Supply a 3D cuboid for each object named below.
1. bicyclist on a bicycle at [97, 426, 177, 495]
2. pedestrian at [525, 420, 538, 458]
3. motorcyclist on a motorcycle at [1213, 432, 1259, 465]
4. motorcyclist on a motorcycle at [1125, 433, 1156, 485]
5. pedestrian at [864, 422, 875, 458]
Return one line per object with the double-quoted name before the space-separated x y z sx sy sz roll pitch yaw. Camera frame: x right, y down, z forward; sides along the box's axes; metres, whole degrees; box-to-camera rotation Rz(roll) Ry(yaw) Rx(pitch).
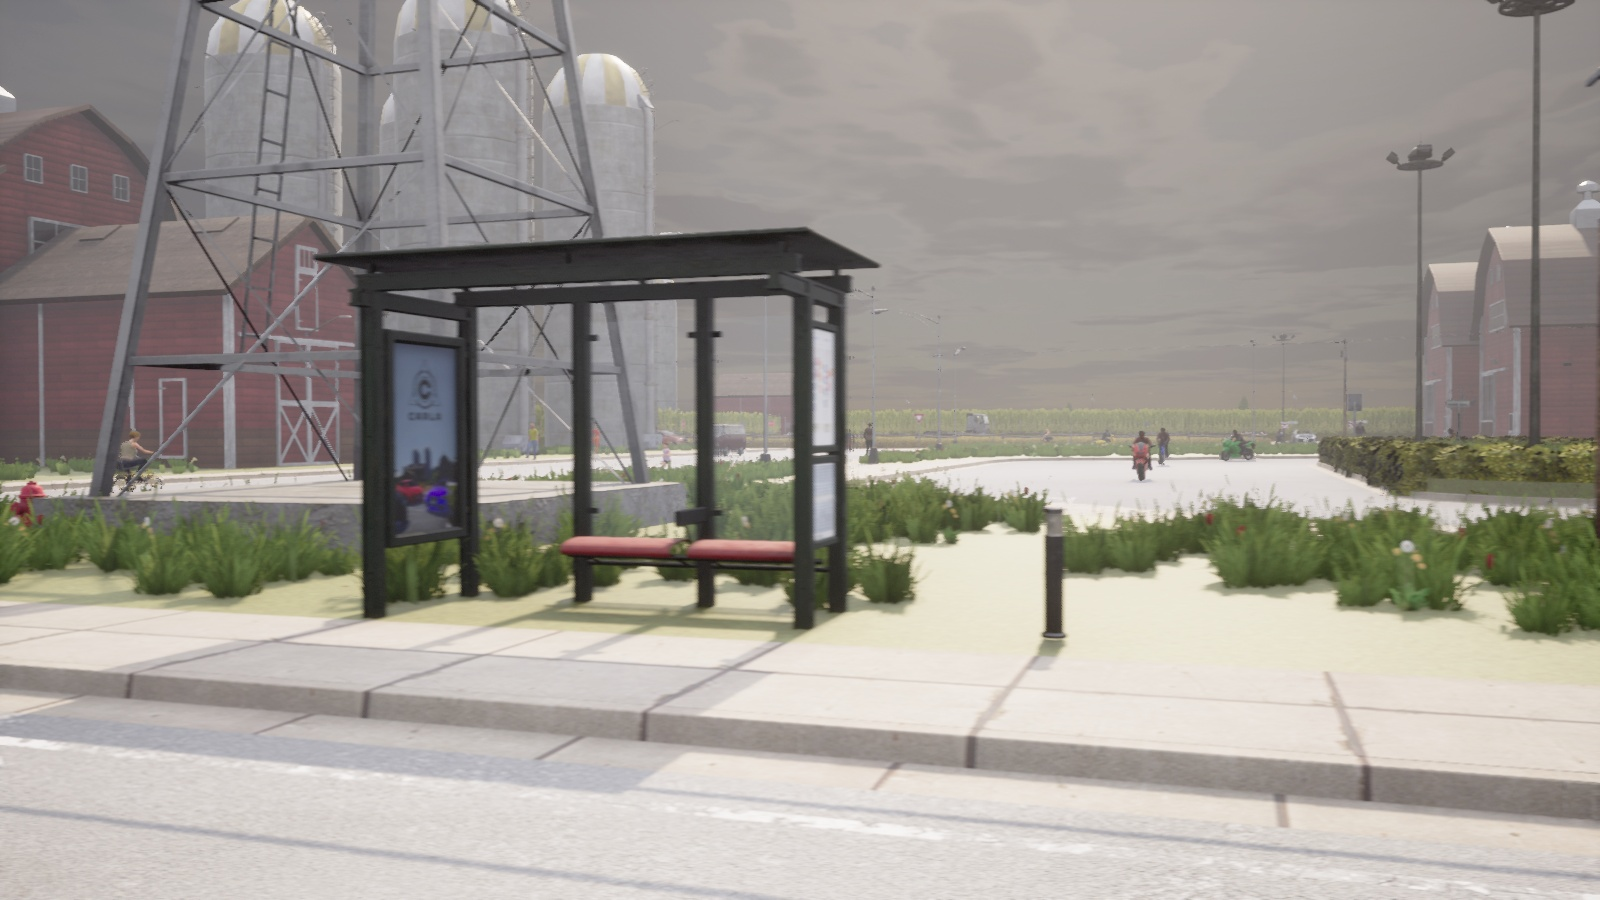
"bicyclist on a bicycle" -15.743 0.229 29.848 0.866 1.612 1.509 1 1 18
"pedestrian" -13.152 -0.549 61.541 0.354 1.836 0.706 0 1 18
"motorcyclist on a motorcycle" 20.747 -0.071 59.750 2.044 1.523 0.797 -1 2 -23
"motorcyclist on a motorcycle" 10.236 0.243 37.731 0.797 1.523 2.044 1 1 18
"pedestrian" 3.470 -0.505 62.542 0.328 1.805 0.869 0 1 17
